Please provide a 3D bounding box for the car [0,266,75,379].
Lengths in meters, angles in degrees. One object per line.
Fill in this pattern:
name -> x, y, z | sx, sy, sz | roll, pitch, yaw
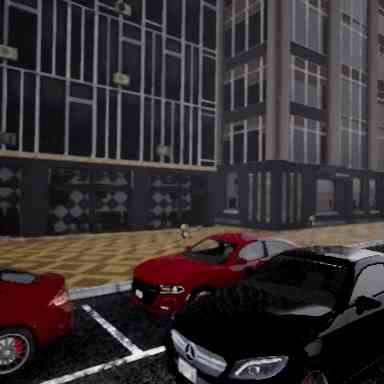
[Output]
car -> -3.612, 1.578, 3.970 | 4.206, 1.307, 1.802 | 0, 1, -35

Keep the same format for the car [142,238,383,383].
car -> 1.850, 1.549, 4.697 | 4.674, 1.442, 1.812 | 0, 0, -35

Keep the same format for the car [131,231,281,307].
car -> 0.904, 1.572, 7.190 | 4.507, 1.381, 1.887 | 0, 1, -35
